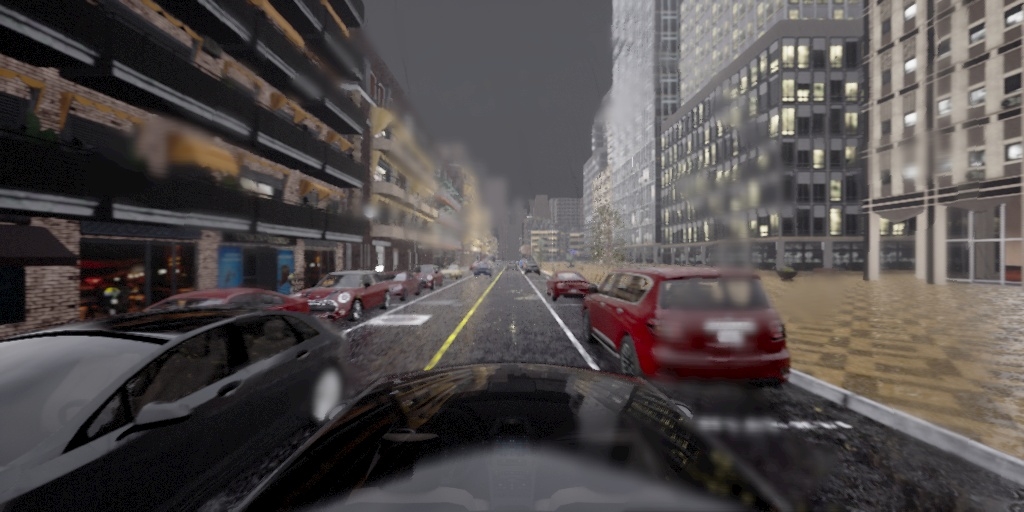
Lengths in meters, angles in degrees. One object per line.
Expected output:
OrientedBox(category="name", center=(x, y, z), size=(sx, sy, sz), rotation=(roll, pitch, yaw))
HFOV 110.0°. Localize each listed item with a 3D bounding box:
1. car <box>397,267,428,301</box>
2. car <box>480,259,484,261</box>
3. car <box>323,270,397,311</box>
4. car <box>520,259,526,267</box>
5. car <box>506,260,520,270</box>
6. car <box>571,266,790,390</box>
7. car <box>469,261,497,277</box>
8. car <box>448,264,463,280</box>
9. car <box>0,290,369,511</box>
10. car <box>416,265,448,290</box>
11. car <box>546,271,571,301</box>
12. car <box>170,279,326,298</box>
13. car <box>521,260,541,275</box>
OrientedBox(category="car", center=(-5.687, 1.430, 17.837), size=(1.802, 1.307, 4.207), rotation=(0, 0, 0))
OrientedBox(category="car", center=(-5.672, 1.646, 56.522), size=(1.888, 1.381, 4.507), rotation=(0, 0, 0))
OrientedBox(category="car", center=(-5.689, 1.254, 12.310), size=(1.967, 1.591, 4.097), rotation=(0, 0, 0))
OrientedBox(category="car", center=(2.709, 1.540, 56.518), size=(1.967, 1.591, 4.097), rotation=(0, 0, 0))
OrientedBox(category="car", center=(0.024, 1.636, 62.530), size=(2.128, 1.511, 4.902), rotation=(0, 0, 0))
OrientedBox(category="car", center=(2.690, 1.094, 6.780), size=(2.192, 1.841, 5.009), rotation=(0, 0, 0))
OrientedBox(category="car", center=(-3.080, 1.530, 39.384), size=(2.033, 1.411, 5.357), rotation=(0, 0, 0))
OrientedBox(category="car", center=(-5.680, 1.476, 34.246), size=(1.751, 1.417, 4.829), rotation=(0, 0, 0))
OrientedBox(category="car", center=(-3.091, 1.263, 2.885), size=(1.837, 1.490, 4.892), rotation=(0, 0, 0))
OrientedBox(category="car", center=(-5.685, 1.321, 23.363), size=(1.967, 1.591, 4.097), rotation=(0, 0, 0))
OrientedBox(category="car", center=(2.694, 1.391, 17.834), size=(1.888, 1.381, 4.507), rotation=(0, 0, 0))
OrientedBox(category="car", center=(-5.691, 1.326, 6.783), size=(1.888, 1.381, 4.507), rotation=(0, 0, 0))
OrientedBox(category="car", center=(2.369, 1.510, 42.941), size=(1.837, 1.490, 4.892), rotation=(0, 0, 0))
